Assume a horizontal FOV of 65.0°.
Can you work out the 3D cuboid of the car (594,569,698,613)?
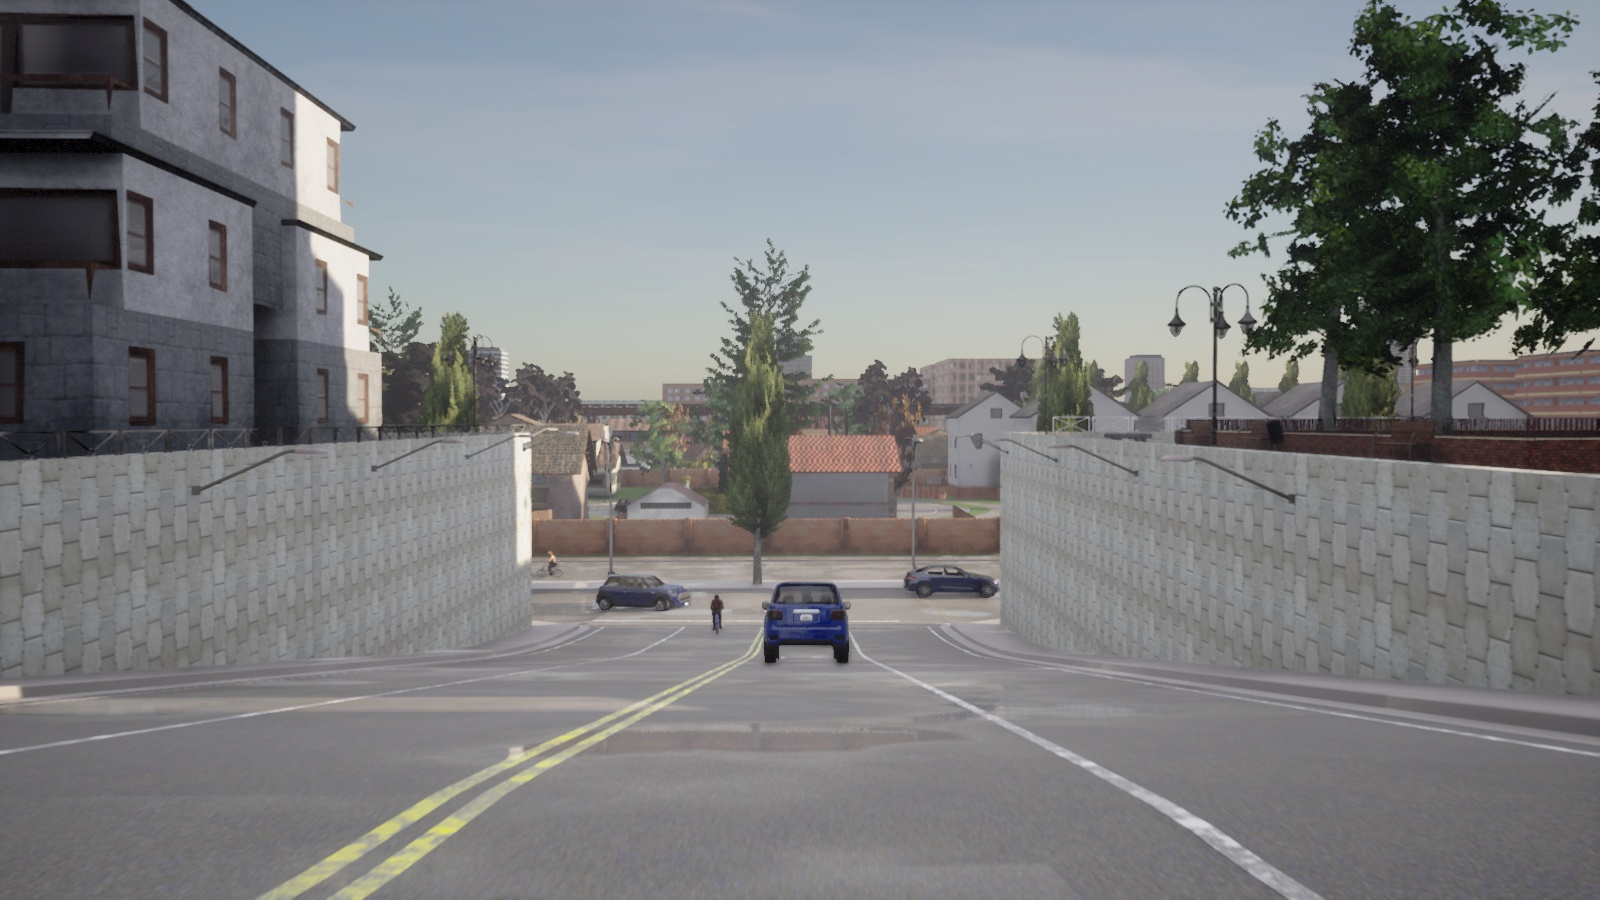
[{"bbox_3d":[-7.505,6.843,61.141,4.553,1.767,2.097,0,1,19],"label":"car"}]

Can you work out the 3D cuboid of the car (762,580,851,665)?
[{"bbox_3d":[0.163,4.595,33.329,2.150,2.045,5.566,0,-8,0],"label":"car"}]

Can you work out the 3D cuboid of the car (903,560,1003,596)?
[{"bbox_3d":[8.040,6.759,66.303,5.027,1.651,2.152,0,1,-1],"label":"car"}]
